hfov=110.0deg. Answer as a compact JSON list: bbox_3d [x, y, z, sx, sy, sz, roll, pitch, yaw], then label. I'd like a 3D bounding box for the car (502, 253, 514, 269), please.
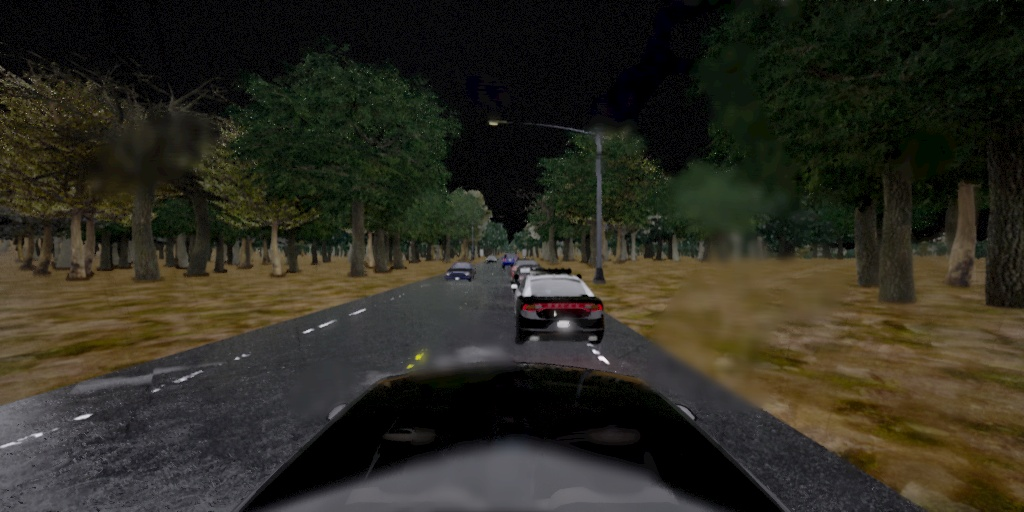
[{"bbox_3d":[-0.222,0.666,49.466,2.150,2.045,5.566,0,1,0],"label":"car"}]

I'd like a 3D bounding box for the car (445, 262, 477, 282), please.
[{"bbox_3d":[-3.731,1.145,26.985,2.033,1.411,5.357,0,0,0],"label":"car"}]

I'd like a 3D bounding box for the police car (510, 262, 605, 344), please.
[{"bbox_3d":[1.011,1.131,9.579,1.930,1.638,5.238,0,0,0],"label":"police car"}]

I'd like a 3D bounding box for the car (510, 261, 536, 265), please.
[{"bbox_3d":[0.959,1.172,19.471,1.812,1.442,4.674,0,0,0],"label":"car"}]

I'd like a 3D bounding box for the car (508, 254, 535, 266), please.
[{"bbox_3d":[0.927,0.959,25.442,2.097,1.767,4.553,0,0,0],"label":"car"}]
